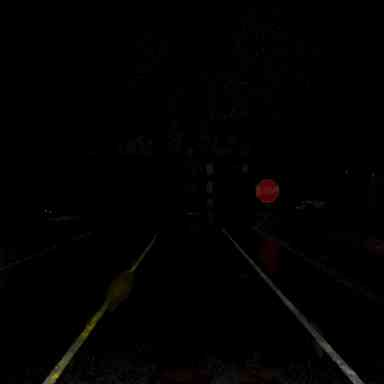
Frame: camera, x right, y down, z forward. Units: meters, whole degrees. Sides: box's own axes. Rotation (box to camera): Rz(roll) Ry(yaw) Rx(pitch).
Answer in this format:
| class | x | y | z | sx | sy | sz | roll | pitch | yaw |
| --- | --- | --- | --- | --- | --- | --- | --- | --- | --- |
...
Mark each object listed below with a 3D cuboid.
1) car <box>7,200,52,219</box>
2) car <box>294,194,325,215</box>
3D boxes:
| class | x | y | z | sx | sy | sz | roll | pitch | yaw |
| --- | --- | --- | --- | --- | --- | --- | --- | --- | --- |
| car | -14.721 | 1.507 | 28.884 | 4.892 | 1.490 | 1.837 | 0 | 0 | 0 |
| car | 13.014 | 1.220 | 32.702 | 5.566 | 2.045 | 2.150 | 0 | 0 | -2 |
